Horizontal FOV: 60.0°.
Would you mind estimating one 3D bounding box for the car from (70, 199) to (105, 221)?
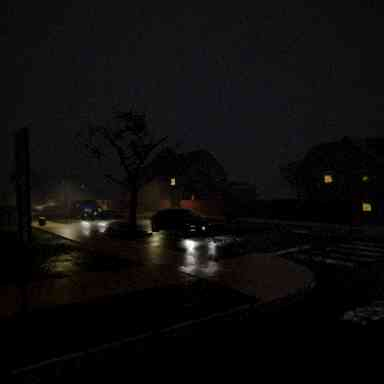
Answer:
[{"bbox_3d":[-10.900,1.761,34.229,2.150,2.045,5.566,-2,0,-36],"label":"car"}]

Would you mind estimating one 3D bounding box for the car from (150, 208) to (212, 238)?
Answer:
[{"bbox_3d":[-0.791,1.783,20.206,1.837,1.490,4.892,-2,0,-36],"label":"car"}]
